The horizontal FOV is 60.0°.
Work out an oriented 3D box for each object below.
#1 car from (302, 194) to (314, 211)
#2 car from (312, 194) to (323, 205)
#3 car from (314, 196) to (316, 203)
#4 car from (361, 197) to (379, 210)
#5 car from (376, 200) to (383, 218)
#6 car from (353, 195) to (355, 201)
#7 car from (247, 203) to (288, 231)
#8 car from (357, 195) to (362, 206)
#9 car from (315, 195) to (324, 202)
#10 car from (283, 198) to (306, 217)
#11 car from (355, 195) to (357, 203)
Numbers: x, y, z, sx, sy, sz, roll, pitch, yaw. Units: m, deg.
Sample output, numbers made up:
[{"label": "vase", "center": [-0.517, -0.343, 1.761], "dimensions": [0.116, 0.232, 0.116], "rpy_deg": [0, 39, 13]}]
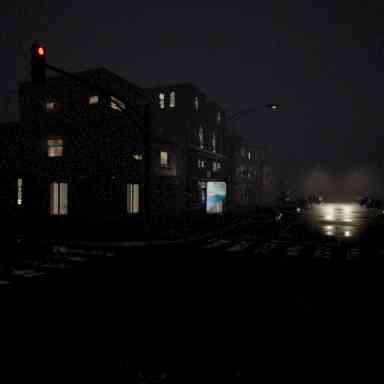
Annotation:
[{"label": "car", "center": [13.512, 1.448, 41.073], "dimensions": [1.967, 1.590, 4.097], "rpy_deg": [0, 0, 24]}, {"label": "car", "center": [22.377, 1.333, 61.305], "dimensions": [2.192, 1.841, 5.009], "rpy_deg": [0, 0, 24]}, {"label": "car", "center": [15.660, 1.536, 45.975], "dimensions": [1.752, 1.417, 4.829], "rpy_deg": [0, 0, 24]}, {"label": "car", "center": [23.398, 1.562, 42.755], "dimensions": [2.008, 1.369, 4.403], "rpy_deg": [0, 0, 24]}, {"label": "car", "center": [16.750, 1.588, 27.581], "dimensions": [1.802, 1.307, 4.206], "rpy_deg": [0, 0, 24]}, {"label": "car", "center": [34.478, 1.607, 68.043], "dimensions": [1.802, 1.307, 4.206], "rpy_deg": [0, 0, 24]}, {"label": "car", "center": [4.648, 1.585, 20.842], "dimensions": [1.802, 1.307, 4.206], "rpy_deg": [0, 0, 24]}, {"label": "car", "center": [27.831, 1.456, 52.870], "dimensions": [1.967, 1.590, 4.097], "rpy_deg": [0, 0, 24]}, {"label": "car", "center": [31.241, 1.472, 81.536], "dimensions": [1.967, 1.590, 4.097], "rpy_deg": [0, 0, 24]}, {"label": "car", "center": [9.079, 1.556, 30.957], "dimensions": [2.008, 1.369, 4.403], "rpy_deg": [0, 0, 24]}, {"label": "car", "center": [30.047, 1.569, 57.929], "dimensions": [2.008, 1.369, 4.403], "rpy_deg": [0, 0, 24]}]
